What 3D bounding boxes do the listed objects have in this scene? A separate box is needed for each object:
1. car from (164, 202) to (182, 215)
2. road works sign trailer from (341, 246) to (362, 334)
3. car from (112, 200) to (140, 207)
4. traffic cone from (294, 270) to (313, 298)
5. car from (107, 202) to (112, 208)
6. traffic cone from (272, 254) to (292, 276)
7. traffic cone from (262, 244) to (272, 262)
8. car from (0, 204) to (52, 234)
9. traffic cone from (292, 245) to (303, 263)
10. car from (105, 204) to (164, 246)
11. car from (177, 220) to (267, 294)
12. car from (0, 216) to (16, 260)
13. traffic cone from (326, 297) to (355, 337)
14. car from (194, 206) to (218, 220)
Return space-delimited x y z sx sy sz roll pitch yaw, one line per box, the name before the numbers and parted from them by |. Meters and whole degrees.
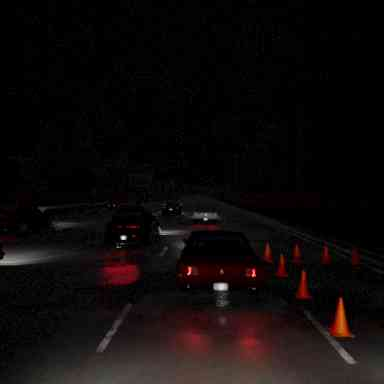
car | -2.154 1.805 36.668 1.994 1.385 4.181 1 0 1
road works sign trailer | 3.855 0.536 4.280 2.380 3.560 2.880 1 1 0
car | -5.773 1.597 31.755 1.882 1.535 5.008 1 0 1
traffic cone | 2.530 2.074 7.565 0.340 0.580 0.340 1 0 1
car | -9.038 1.668 41.300 2.033 1.411 5.357 1 0 1
traffic cone | 2.580 2.091 9.564 0.340 0.580 0.340 1 0 1
traffic cone | 2.629 2.108 11.564 0.340 0.580 0.340 1 0 1
car | -9.599 1.406 18.604 1.882 1.535 5.008 1 0 1
traffic cone | 3.629 2.130 11.539 0.340 0.580 0.340 1 0 1
car | -2.671 1.570 15.712 1.837 1.490 4.892 1 0 1
car | 0.663 1.689 9.091 1.895 1.301 4.718 1 0 1
car | -6.385 1.459 7.197 2.033 1.411 5.357 1 0 2
traffic cone | 2.481 2.057 5.566 0.340 0.580 0.340 1 0 1
car | 1.142 1.853 28.433 1.895 1.301 4.718 1 0 1
